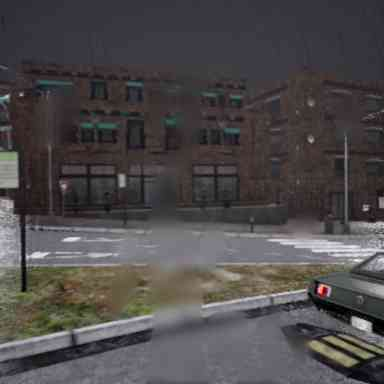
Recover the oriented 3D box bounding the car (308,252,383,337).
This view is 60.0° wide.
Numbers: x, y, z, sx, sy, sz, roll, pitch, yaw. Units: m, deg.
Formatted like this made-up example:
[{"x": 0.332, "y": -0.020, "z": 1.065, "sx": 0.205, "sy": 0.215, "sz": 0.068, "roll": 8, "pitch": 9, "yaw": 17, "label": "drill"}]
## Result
[{"x": 4.349, "y": 1.757, "z": 5.803, "sx": 4.718, "sy": 1.301, "sz": 1.895, "roll": 5, "pitch": -2, "yaw": -29, "label": "car"}]
